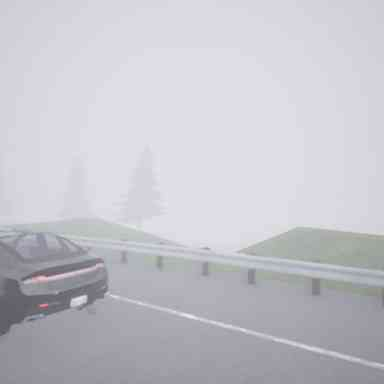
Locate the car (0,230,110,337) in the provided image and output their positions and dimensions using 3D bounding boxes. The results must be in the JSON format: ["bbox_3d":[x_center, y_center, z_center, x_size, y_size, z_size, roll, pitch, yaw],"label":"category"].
[{"bbox_3d":[-3.775,1.519,6.652,4.902,1.511,2.128,0,0,35],"label":"car"}]
